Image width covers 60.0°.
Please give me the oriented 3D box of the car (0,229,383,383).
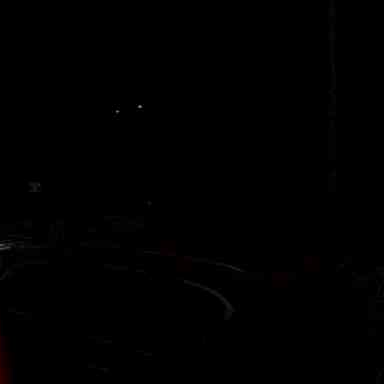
[{"bbox_3d":[-0.810,1.325,3.387,5.009,1.841,2.192,0,0,36],"label":"car"}]
